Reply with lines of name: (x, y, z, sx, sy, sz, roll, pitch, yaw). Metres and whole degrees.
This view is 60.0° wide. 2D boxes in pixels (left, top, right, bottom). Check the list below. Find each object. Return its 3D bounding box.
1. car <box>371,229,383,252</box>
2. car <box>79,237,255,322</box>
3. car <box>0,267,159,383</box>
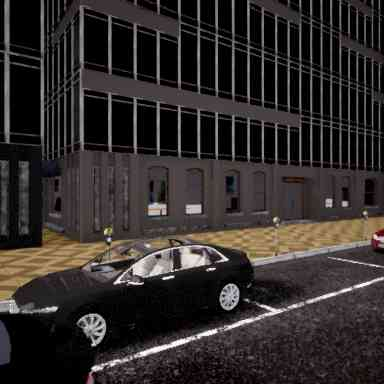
car: (8.472, 1.581, 12.601, 4.206, 1.307, 1.802, 0, 0, -35)
car: (-0.797, 1.551, 5.991, 4.403, 1.369, 2.008, 0, 0, -35)
car: (-2.820, 1.491, 1.367, 4.902, 1.511, 2.128, 0, 0, -35)
